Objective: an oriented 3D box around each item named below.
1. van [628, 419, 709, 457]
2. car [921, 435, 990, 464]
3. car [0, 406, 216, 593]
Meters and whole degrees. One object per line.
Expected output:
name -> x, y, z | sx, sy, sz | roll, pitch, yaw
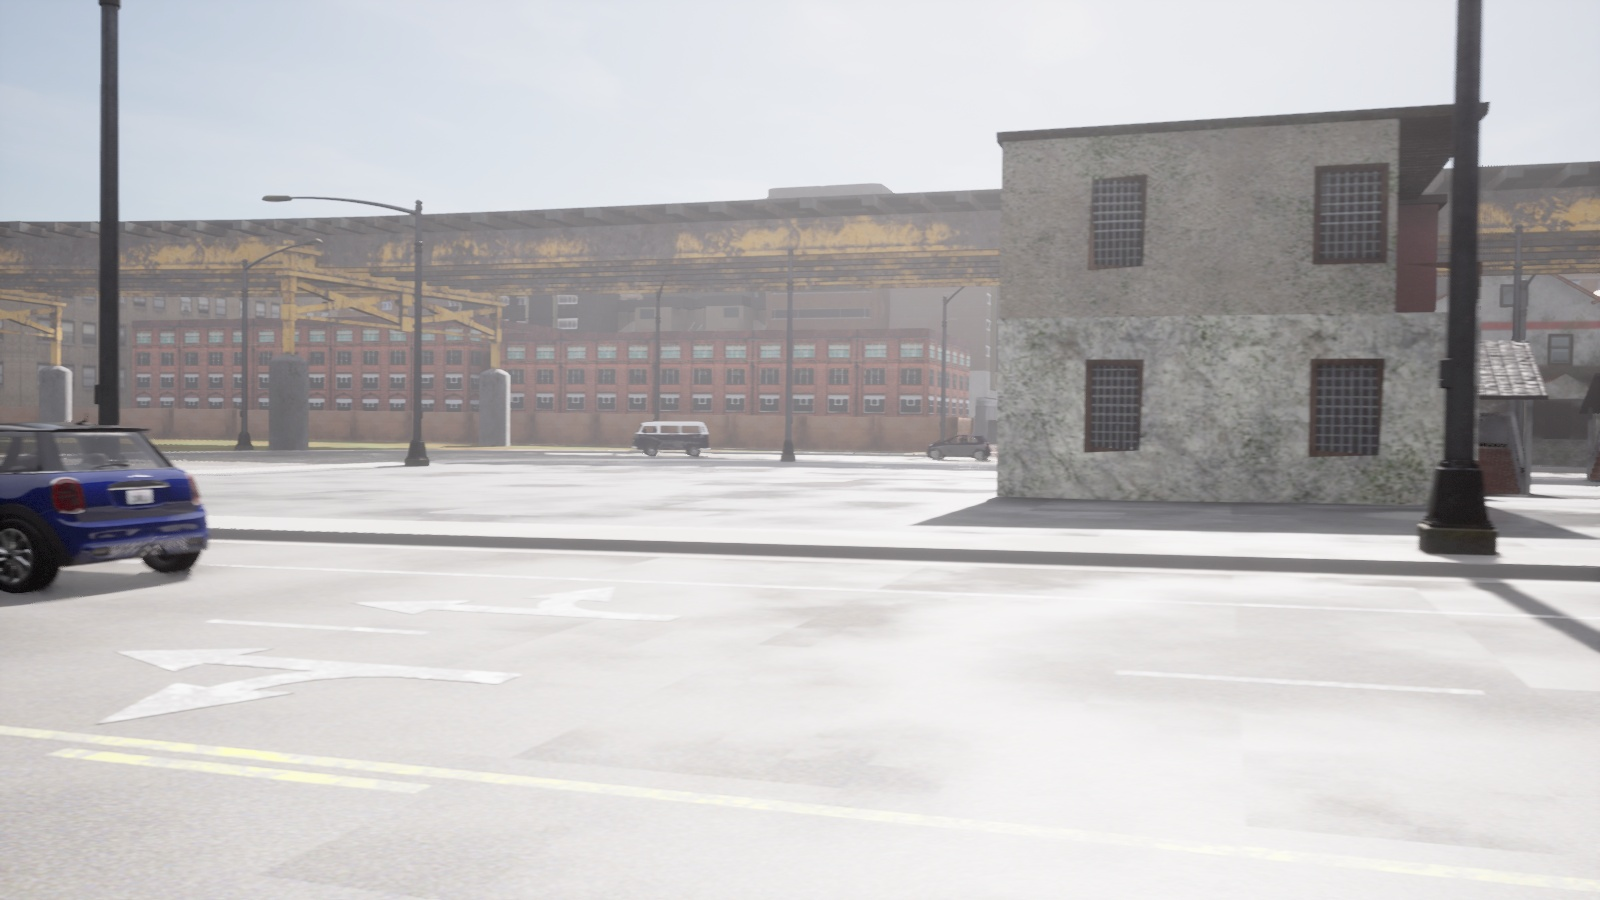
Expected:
van -> -7.607, -0.700, 72.564 | 4.480, 2.038, 2.069 | 1, 1, -11
car -> 8.910, -0.053, 71.872 | 3.633, 1.501, 1.845 | 2, 1, 17
car -> -8.938, 0.430, 13.584 | 4.553, 1.767, 2.097 | 1, 1, 19
